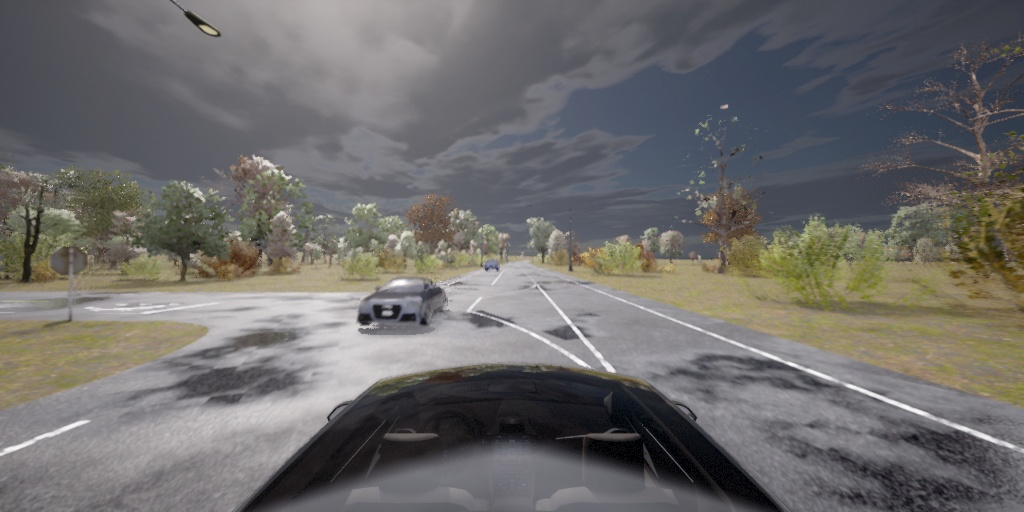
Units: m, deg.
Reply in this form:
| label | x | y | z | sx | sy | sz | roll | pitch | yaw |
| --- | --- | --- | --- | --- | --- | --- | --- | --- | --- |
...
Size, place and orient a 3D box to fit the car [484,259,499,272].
| label | x | y | z | sx | sy | sz | roll | pitch | yaw |
| --- | --- | --- | --- | --- | --- | --- | --- | --- | --- |
| car | -3.207 | 1.506 | 57.695 | 2.150 | 2.045 | 5.566 | 0 | -1 | 0 |

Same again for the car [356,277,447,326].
| label | x | y | z | sx | sy | sz | roll | pitch | yaw |
| --- | --- | --- | --- | --- | --- | --- | --- | --- | --- |
| car | -3.436 | 1.402 | 11.889 | 1.994 | 1.385 | 4.181 | 0 | -1 | 0 |
